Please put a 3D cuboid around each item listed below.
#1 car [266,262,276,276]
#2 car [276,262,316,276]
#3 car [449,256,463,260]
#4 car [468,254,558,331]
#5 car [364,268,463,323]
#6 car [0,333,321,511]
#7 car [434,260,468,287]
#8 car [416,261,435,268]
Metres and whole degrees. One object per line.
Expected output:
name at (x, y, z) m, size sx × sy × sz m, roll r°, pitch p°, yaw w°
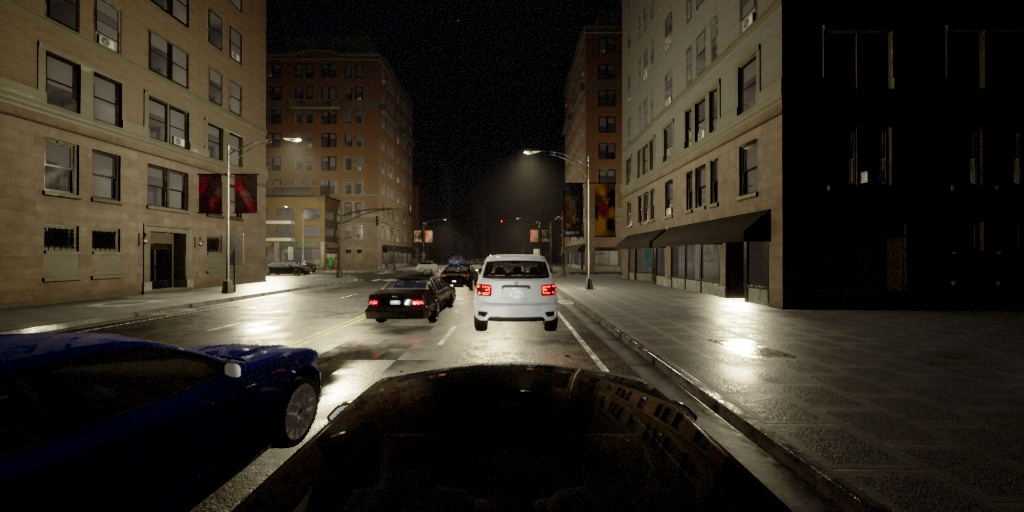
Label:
car at (-25.416, 1.169, 34.109) m, size 4.097 × 1.591 × 1.967 m, roll 0°, pitch 0°, yaw 0°
car at (-23.141, 1.288, 36.638) m, size 5.357 × 1.411 × 2.033 m, roll 0°, pitch 0°, yaw 0°
car at (-9.815, 0.957, 63.146) m, size 2.150 × 2.045 × 5.566 m, roll 0°, pitch 1°, yaw 0°
car at (0.100, 0.971, 11.090) m, size 2.150 × 2.045 × 5.566 m, roll 0°, pitch 0°, yaw 0°
car at (-3.153, 1.297, 12.159) m, size 2.033 × 1.411 × 5.357 m, roll 0°, pitch 0°, yaw 0°
car at (-3.152, 1.228, 2.198) m, size 1.882 × 1.535 × 5.008 m, roll 0°, pitch 0°, yaw 0°
car at (-3.150, 1.227, 22.012) m, size 1.882 × 1.535 × 5.008 m, roll 0°, pitch 0°, yaw 0°
car at (-9.850, 1.290, 41.691) m, size 1.812 × 1.442 × 4.674 m, roll 0°, pitch 0°, yaw 0°
